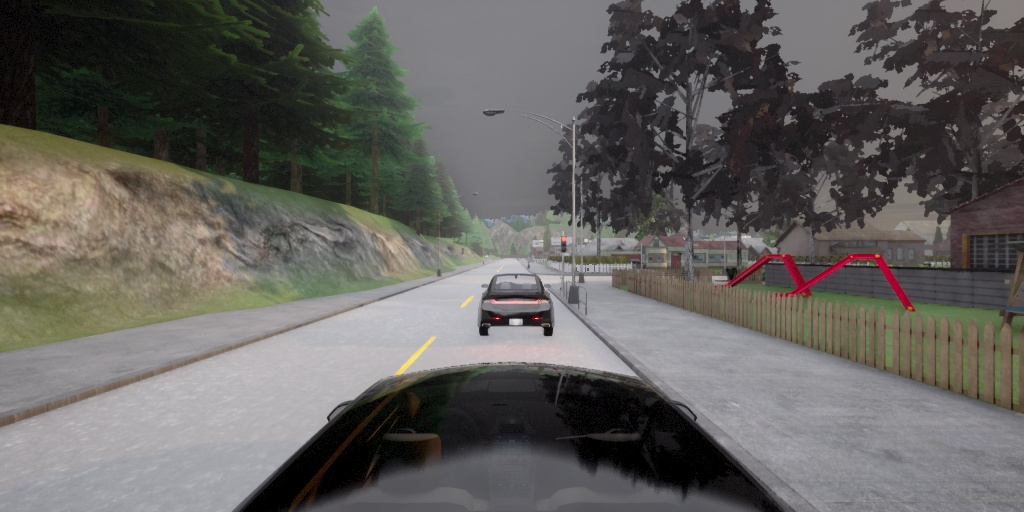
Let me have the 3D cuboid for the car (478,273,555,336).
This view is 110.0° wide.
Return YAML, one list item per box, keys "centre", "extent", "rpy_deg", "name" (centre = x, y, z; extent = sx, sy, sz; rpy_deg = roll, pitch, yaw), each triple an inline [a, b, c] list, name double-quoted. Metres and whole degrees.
- centre: [0.118, 1.242, 10.332]
  extent: [2.128, 1.511, 4.902]
  rpy_deg: [0, 0, 1]
  name: "car"
